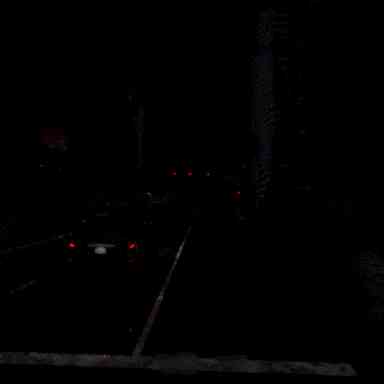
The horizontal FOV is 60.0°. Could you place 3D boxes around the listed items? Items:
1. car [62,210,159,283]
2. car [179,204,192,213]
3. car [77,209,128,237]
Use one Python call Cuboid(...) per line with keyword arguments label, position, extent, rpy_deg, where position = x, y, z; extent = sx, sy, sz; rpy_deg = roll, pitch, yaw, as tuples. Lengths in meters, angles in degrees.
Cuboid(label="car", position=(-2.265, 1.539, 10.495), extent=(2.097, 1.767, 4.553), rpy_deg=(1, -1, 1))
Cuboid(label="car", position=(-1.028, 2.678, 54.358), extent=(1.895, 1.301, 4.718), rpy_deg=(1, -1, 2))
Cuboid(label="car", position=(-5.484, 1.869, 21.063), extent=(1.812, 1.442, 4.674), rpy_deg=(1, -1, 1))
